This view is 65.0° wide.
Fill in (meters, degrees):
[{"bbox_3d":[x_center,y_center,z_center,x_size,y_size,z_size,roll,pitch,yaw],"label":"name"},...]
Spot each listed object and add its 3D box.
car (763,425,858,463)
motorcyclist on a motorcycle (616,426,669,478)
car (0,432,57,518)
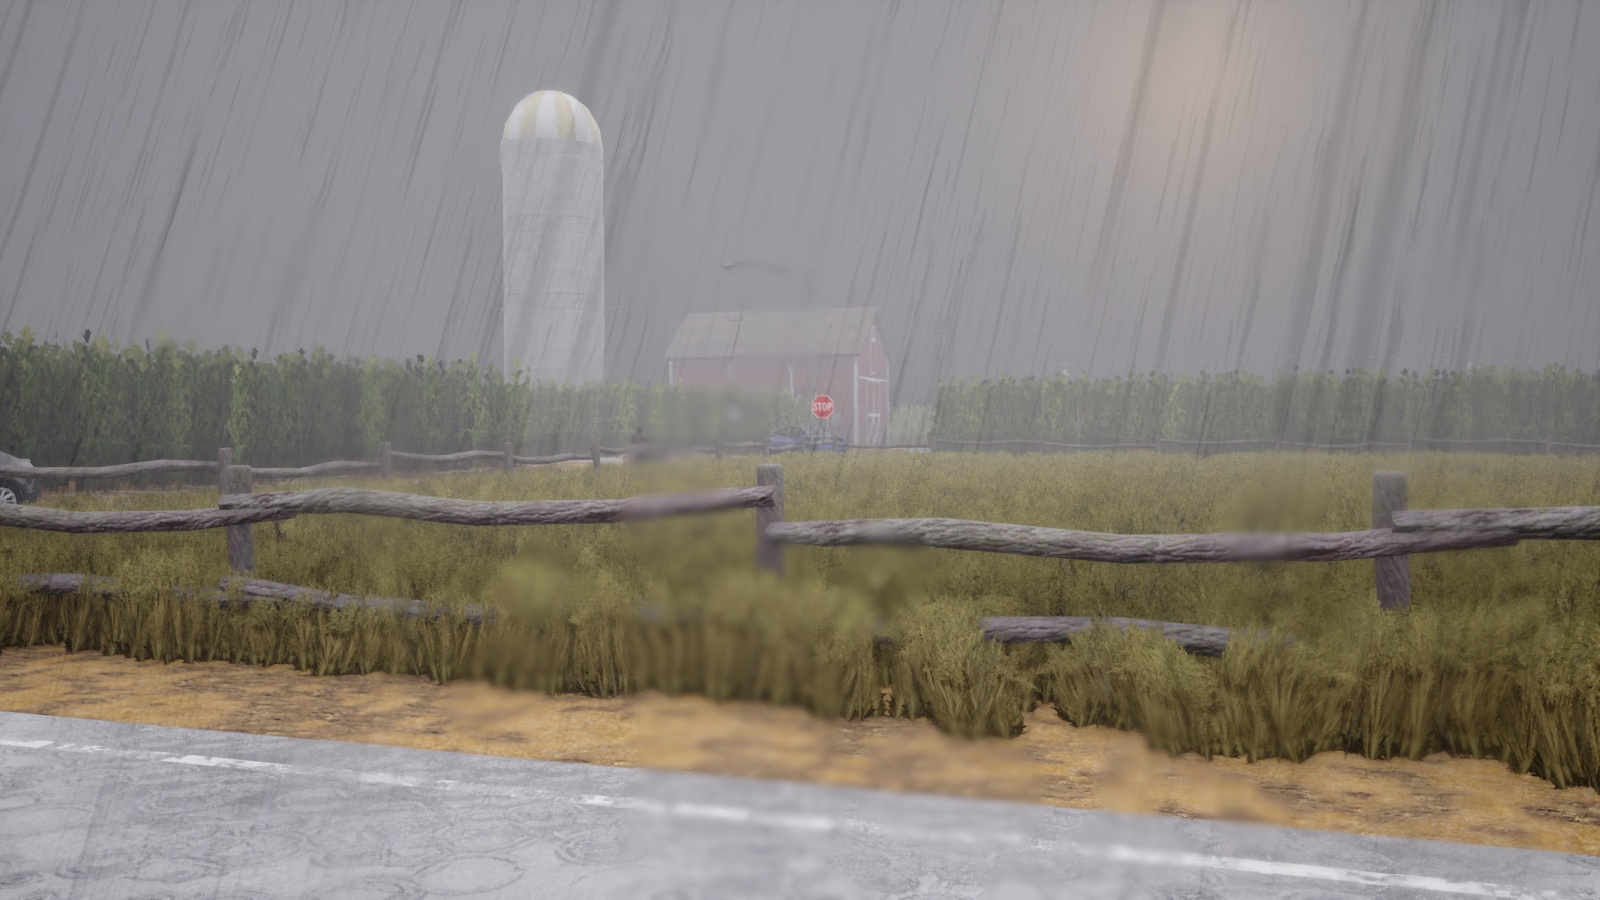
[{"bbox_3d":[0.389,-0.296,53.685,2.007,1.525,4.514,-2,2,-31],"label":"car"},{"bbox_3d":[-5.101,0.033,40.960,0.766,1.649,2.350,1,1,19],"label":"motorcyclist on a motorcycle"},{"bbox_3d":[-15.187,0.441,20.839,1.837,1.490,4.892,1,1,19],"label":"car"}]
